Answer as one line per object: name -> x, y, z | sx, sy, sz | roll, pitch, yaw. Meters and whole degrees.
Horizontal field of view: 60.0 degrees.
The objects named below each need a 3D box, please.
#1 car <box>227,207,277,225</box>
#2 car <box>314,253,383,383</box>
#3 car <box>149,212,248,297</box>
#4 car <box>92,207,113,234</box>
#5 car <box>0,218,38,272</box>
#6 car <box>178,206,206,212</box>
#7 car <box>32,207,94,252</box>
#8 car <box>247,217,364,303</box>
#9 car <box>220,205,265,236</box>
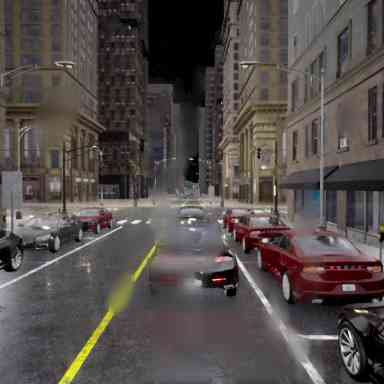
car -> 2.748, 1.543, 13.568 | 1.887, 1.381, 4.507 | -1, 0, 0
car -> 2.753, 1.565, 2.558 | 1.947, 1.339, 4.313 | -1, 0, 0
car -> 0.050, 1.490, 8.591 | 2.128, 1.511, 4.902 | 0, 0, 0
car -> -5.780, 1.542, 19.070 | 1.887, 1.381, 4.507 | -1, 0, 0
car -> -5.774, 1.564, 8.059 | 1.947, 1.339, 4.313 | -1, 0, 0
car -> -0.006, 1.502, 17.696 | 1.837, 1.490, 4.892 | 0, 0, 0
car -> -5.777, 1.549, 13.564 | 2.008, 1.369, 4.403 | -1, 0, 0
car -> 2.751, 1.543, 8.063 | 1.887, 1.381, 4.507 | -1, 0, 0
car -> 2.745, 1.542, 19.074 | 1.887, 1.381, 4.507 | -1, 0, 0
